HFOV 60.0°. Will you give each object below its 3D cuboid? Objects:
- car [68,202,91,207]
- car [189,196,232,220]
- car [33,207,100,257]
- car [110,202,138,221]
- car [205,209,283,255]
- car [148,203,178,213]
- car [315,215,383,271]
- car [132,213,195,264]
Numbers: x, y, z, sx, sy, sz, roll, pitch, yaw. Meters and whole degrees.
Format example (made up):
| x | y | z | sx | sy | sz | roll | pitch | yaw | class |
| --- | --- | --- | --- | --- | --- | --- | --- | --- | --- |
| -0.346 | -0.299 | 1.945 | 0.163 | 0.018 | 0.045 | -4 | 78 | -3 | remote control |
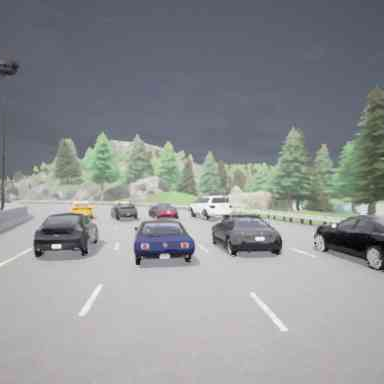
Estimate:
| x | y | z | sx | sy | sz | roll | pitch | yaw | class |
| --- | --- | --- | --- | --- | --- | --- | --- | --- | --- |
| -10.466 | 1.686 | 31.084 | 1.882 | 1.535 | 5.008 | 0 | 0 | -24 | car |
| 1.557 | 1.367 | 29.385 | 2.150 | 2.045 | 5.566 | 0 | 0 | -20 | car |
| -4.970 | 1.598 | 13.558 | 1.837 | 1.490 | 4.892 | 0 | 0 | -10 | car |
| -6.142 | 1.674 | 29.837 | 2.128 | 1.511 | 4.902 | 0 | 0 | -21 | car |
| 2.067 | 1.626 | 13.645 | 1.994 | 1.385 | 4.181 | 0 | 0 | -9 | car |
| -2.724 | 1.735 | 30.629 | 1.994 | 1.385 | 4.181 | 0 | 0 | -21 | car |
| 5.995 | 1.509 | 11.152 | 1.882 | 1.535 | 5.008 | 0 | 0 | -8 | car |
| -1.176 | 1.670 | 12.256 | 1.895 | 1.301 | 4.718 | 0 | 0 | -9 | car |
